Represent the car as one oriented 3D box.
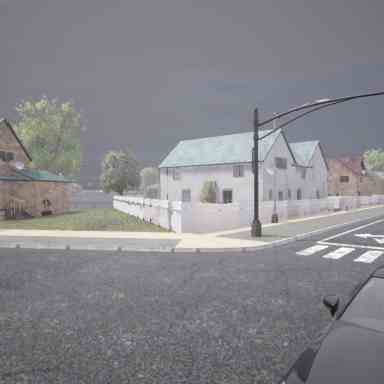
[{"bbox_3d":[2.542,1.524,3.432,1.812,1.442,4.674,0,0,42],"label":"car"}]
